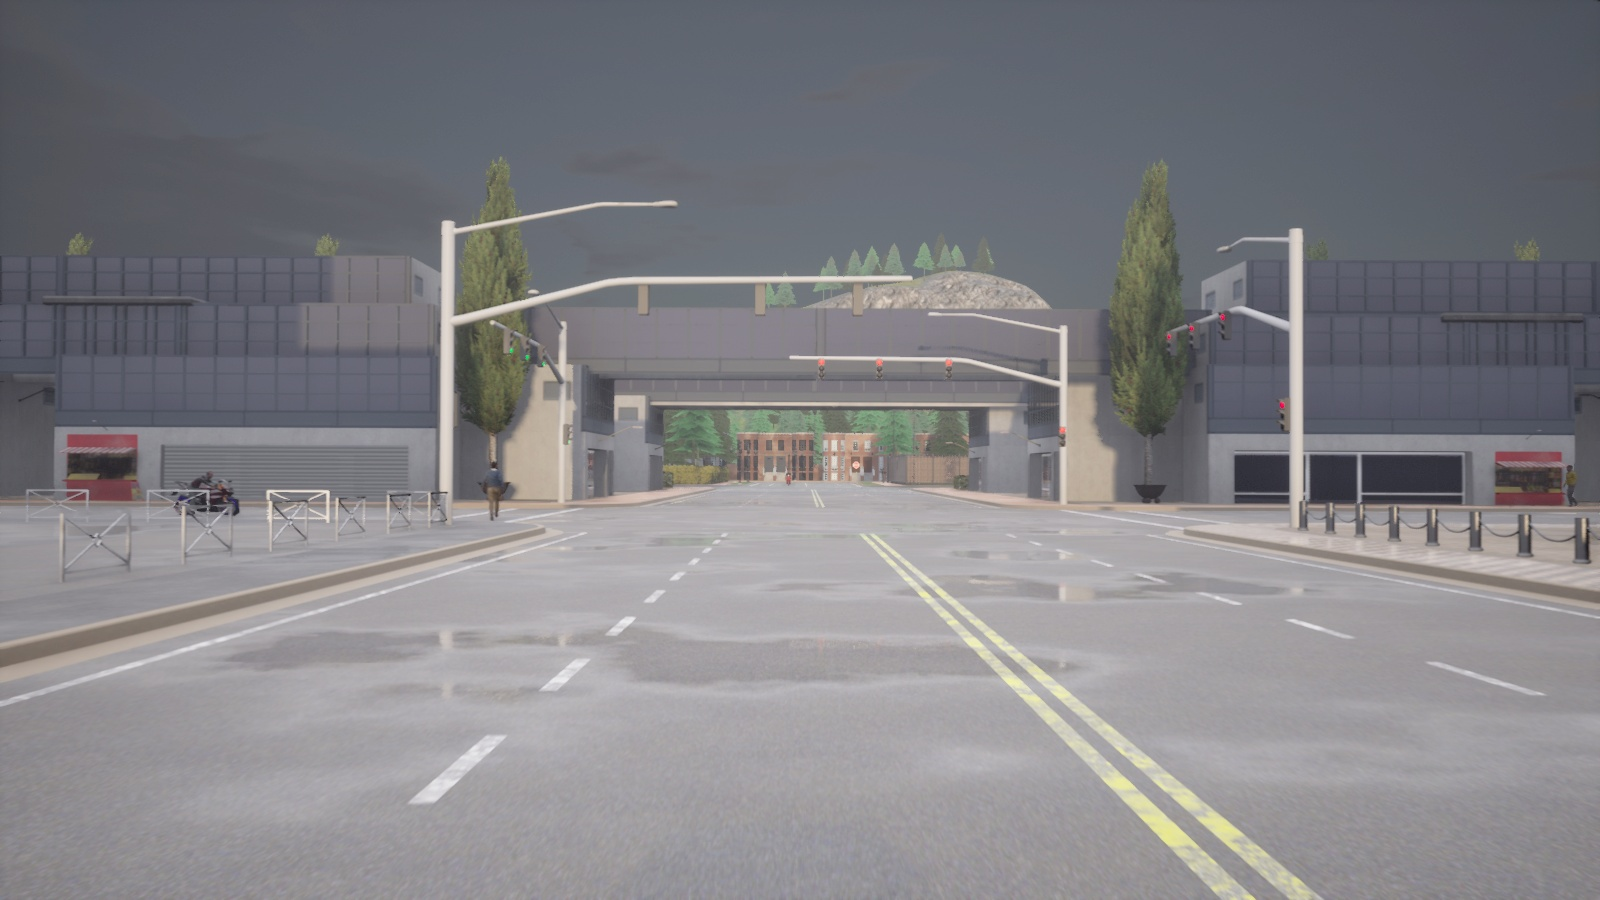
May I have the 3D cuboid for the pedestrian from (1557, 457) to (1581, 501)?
[{"bbox_3d":[32.771,1.238,53.532,0.709,1.840,0.431,0,-1,0],"label":"pedestrian"}]

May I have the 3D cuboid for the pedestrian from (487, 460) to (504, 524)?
[{"bbox_3d":[-9.341,1.285,38.531,0.423,1.949,0.788,0,-1,-6],"label":"pedestrian"}]

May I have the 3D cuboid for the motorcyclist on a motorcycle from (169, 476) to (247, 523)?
[{"bbox_3d":[-19.591,1.624,41.572,2.191,1.530,0.866,0,-1,1],"label":"motorcyclist on a motorcycle"}]
